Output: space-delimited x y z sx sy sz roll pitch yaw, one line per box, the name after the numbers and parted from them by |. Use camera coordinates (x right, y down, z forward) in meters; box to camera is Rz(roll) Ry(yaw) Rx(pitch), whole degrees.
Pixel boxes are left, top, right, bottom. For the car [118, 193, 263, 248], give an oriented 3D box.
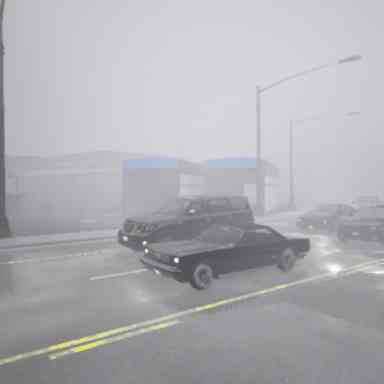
0.024 1.161 12.662 5.566 2.045 2.150 -1 0 -36 | car

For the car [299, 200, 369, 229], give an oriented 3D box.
8.040 1.389 19.047 5.357 1.411 2.033 -1 0 -44 | car

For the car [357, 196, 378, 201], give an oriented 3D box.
14.344 1.100 27.176 2.097 1.767 4.553 0 0 30 | car

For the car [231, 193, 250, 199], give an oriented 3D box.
12.212 0.979 83.703 1.837 1.490 4.892 -1 0 -36 | car

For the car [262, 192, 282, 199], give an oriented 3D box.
19.192 0.795 79.978 2.097 1.767 4.553 -1 0 -36 | car

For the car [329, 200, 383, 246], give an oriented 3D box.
8.267 1.339 14.701 5.008 1.535 1.882 -1 0 -42 | car

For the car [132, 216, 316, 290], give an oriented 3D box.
1.027 1.551 9.059 4.718 1.301 1.895 -1 0 -34 | car

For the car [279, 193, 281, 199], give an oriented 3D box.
17.438 0.828 76.418 2.097 1.767 4.553 -1 0 -36 | car

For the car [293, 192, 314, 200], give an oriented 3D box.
24.245 0.790 72.919 2.097 1.767 4.553 -1 0 -36 | car
